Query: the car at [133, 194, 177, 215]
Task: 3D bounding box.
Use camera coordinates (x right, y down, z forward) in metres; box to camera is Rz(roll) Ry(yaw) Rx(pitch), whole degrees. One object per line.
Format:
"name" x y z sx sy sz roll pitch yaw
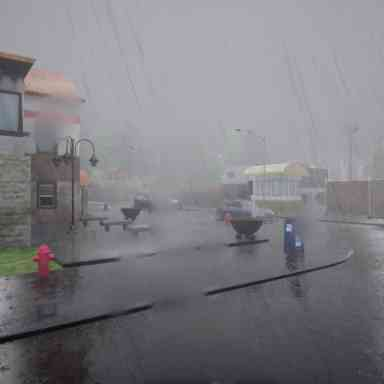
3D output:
"car" -4.202 1.228 34.930 2.150 2.045 5.566 0 0 -35

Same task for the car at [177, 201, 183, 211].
"car" -2.901 1.532 40.295 1.812 1.442 4.674 0 0 -35

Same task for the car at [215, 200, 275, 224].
"car" 3.734 1.356 23.746 2.097 1.767 4.553 0 0 -35
